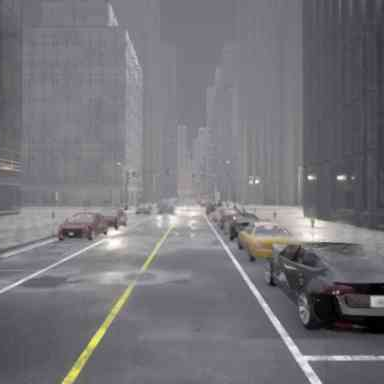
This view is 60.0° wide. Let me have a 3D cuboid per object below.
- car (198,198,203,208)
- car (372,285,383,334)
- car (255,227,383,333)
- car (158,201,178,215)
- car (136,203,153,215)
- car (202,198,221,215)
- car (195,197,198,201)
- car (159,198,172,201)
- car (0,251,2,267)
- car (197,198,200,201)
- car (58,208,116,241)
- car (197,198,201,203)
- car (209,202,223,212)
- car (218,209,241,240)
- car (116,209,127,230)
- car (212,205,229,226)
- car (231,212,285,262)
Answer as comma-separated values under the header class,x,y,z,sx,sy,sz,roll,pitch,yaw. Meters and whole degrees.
class,x,y,z,sx,sy,sz,roll,pitch,yaw
car,2.700,2.494,67.576,1.802,1.307,4.206,0,-1,0
car,2.763,1.600,1.272,1.802,1.307,4.206,0,-1,0
car,2.757,1.657,6.909,1.947,1.339,4.313,0,-1,0
car,-3.083,2.150,41.208,1.895,1.301,4.718,0,-1,0
car,-5.800,2.093,40.697,2.008,1.369,4.403,0,-1,0
car,2.726,1.857,40.728,2.192,1.841,5.009,0,-1,0
car,2.679,2.543,90.051,2.192,1.841,5.009,0,-1,0
car,-5.825,2.227,67.552,2.192,1.841,5.009,0,-1,0
car,-5.767,1.642,6.884,2.008,1.369,4.403,0,-1,0
car,2.689,2.614,78.812,1.887,1.381,4.507,0,-1,0
car,-5.778,1.784,18.155,1.887,1.381,4.507,0,-1,0
car,2.694,2.572,73.194,1.802,1.307,4.206,0,-1,0
car,2.736,1.917,29.623,1.752,1.417,4.829,0,-1,0
car,2.747,1.805,18.180,1.947,1.339,4.313,0,-1,0
car,-5.784,1.859,23.791,1.887,1.381,4.507,0,-1,0
car,2.741,1.859,23.816,1.887,1.381,4.507,0,-1,0
car,2.752,1.692,12.715,1.752,1.417,4.829,0,-1,0
